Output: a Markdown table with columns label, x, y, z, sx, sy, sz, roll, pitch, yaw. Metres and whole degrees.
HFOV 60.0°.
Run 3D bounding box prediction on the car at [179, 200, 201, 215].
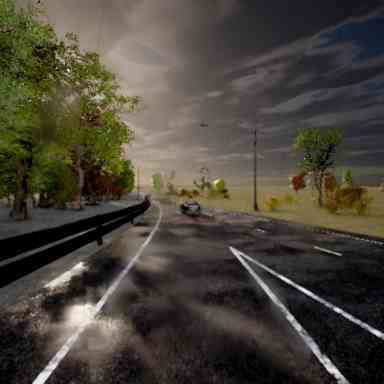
| label | x | y | z | sx | sy | sz | roll | pitch | yaw |
| --- | --- | --- | --- | --- | --- | --- | --- | --- | --- |
| car | -0.240 | 1.660 | 36.362 | 2.128 | 1.511 | 4.902 | 0 | 0 | -9 |

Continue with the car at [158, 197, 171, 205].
| label | x | y | z | sx | sy | sz | roll | pitch | yaw |
| --- | --- | --- | --- | --- | --- | --- | --- | --- | --- |
| car | -5.473 | 1.878 | 68.994 | 1.994 | 1.385 | 4.181 | 0 | 0 | -9 |

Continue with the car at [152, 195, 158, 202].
| label | x | y | z | sx | sy | sz | roll | pitch | yaw |
| --- | --- | --- | --- | --- | --- | --- | --- | --- | --- |
| car | -9.476 | 2.015 | 93.950 | 1.895 | 1.301 | 4.718 | 0 | 0 | -9 |
